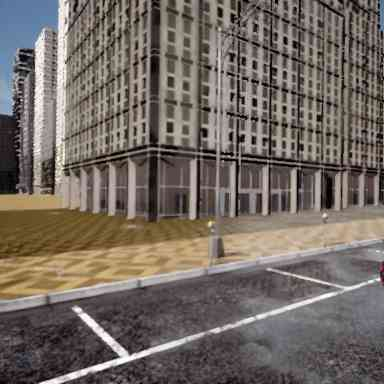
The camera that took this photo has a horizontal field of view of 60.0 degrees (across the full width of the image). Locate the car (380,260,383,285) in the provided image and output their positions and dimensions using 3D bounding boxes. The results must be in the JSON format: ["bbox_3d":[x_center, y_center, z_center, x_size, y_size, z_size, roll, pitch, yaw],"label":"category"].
[{"bbox_3d":[6.345,1.514,7.903,4.674,1.442,1.812,0,0,-35],"label":"car"}]
